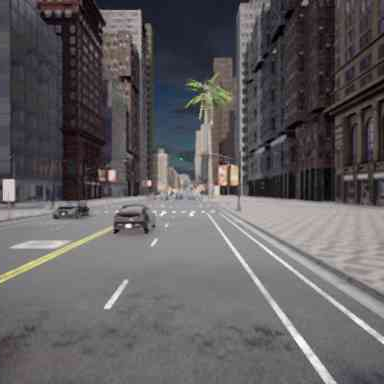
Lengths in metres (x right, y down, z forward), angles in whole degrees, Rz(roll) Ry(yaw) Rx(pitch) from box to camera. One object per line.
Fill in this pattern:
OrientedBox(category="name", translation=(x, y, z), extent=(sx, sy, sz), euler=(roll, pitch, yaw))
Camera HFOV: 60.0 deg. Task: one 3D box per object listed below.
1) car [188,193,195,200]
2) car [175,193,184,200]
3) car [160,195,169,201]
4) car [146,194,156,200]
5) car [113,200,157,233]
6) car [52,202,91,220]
OrientedBox(category="car", translation=(-0.146, 1.338, 85.595), extent=(2.033, 1.411, 5.357), euler=(0, 0, 0))
OrientedBox(category="car", translation=(-3.397, 1.327, 86.006), extent=(1.812, 1.442, 4.674), euler=(0, 0, 0))
OrientedBox(category="car", translation=(-6.638, 1.344, 80.814), extent=(1.812, 1.442, 4.674), euler=(0, 0, 0))
OrientedBox(category="car", translation=(-9.888, 1.179, 80.839), extent=(2.097, 1.767, 4.553), euler=(0, 0, 0))
OrientedBox(category="car", translation=(-3.180, 1.448, 19.027), extent=(1.837, 1.490, 4.892), euler=(0, 0, 0))
OrientedBox(category="car", translation=(-9.850, 1.494, 27.437), extent=(1.994, 1.385, 4.181), euler=(0, 0, 0))
